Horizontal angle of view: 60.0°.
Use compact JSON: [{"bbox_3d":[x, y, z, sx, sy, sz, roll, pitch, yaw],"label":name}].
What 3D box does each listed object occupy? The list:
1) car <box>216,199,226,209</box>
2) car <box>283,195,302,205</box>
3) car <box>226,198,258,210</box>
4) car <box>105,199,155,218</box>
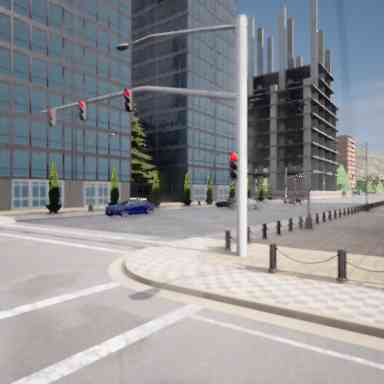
[{"bbox_3d":[5.040,1.547,44.461,1.895,1.301,4.718,0,0,36],"label":"car"},{"bbox_3d":[16.364,1.277,53.971,2.128,1.511,4.902,0,0,36],"label":"car"},{"bbox_3d":[6.410,1.471,40.372,1.812,1.442,4.674,0,0,36],"label":"car"},{"bbox_3d":[-5.486,1.425,29.770,1.882,1.535,5.008,0,0,36],"label":"car"}]
